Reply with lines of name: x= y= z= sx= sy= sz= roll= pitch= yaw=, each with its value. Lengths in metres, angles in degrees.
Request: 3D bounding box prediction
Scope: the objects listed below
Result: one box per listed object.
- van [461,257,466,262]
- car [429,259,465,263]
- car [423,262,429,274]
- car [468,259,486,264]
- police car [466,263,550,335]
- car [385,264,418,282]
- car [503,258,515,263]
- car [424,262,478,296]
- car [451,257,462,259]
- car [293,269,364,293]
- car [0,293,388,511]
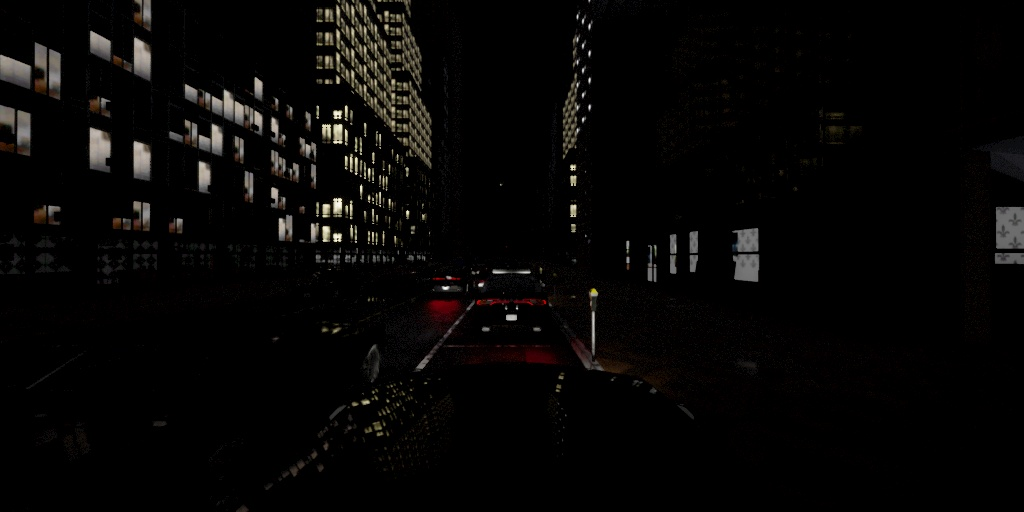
van: x=-8.836 y=1.064 z=57.496 sx=1.690 sy=1.789 sz=3.998 roll=0 pitch=0 yaw=0
car: x=-6.241 y=1.286 z=35.119 sx=2.033 sy=1.411 sz=5.357 roll=0 pitch=0 yaw=0
car: x=-8.836 y=1.286 z=40.419 sx=2.007 sy=1.370 sz=4.403 roll=0 pitch=0 yaw=0
car: x=-3.057 y=1.265 z=34.355 sx=1.812 sy=1.442 sz=4.674 roll=0 pitch=0 yaw=0
police car: x=-0.012 y=1.174 z=10.609 sx=1.930 sy=1.638 sz=5.238 roll=0 pitch=0 yaw=0
car: x=-8.835 y=1.325 z=29.033 sx=1.802 sy=1.307 sz=4.207 roll=0 pitch=0 yaw=0
car: x=-0.455 y=1.298 z=46.099 sx=1.948 sy=1.339 sz=4.313 roll=0 pitch=0 yaw=0
car: x=-3.145 y=1.252 z=19.407 sx=1.837 sy=1.490 sz=4.892 roll=0 pitch=0 yaw=0
car: x=-8.836 y=1.273 z=51.803 sx=1.888 sy=1.381 sz=4.507 roll=0 pitch=0 yaw=0
car: x=-8.836 y=1.313 z=17.650 sx=1.948 sy=1.339 sz=4.313 roll=0 pitch=0 yaw=0
car: x=-3.049 y=1.351 z=4.035 sx=1.895 sy=1.301 sz=4.718 roll=0 pitch=0 yaw=0
